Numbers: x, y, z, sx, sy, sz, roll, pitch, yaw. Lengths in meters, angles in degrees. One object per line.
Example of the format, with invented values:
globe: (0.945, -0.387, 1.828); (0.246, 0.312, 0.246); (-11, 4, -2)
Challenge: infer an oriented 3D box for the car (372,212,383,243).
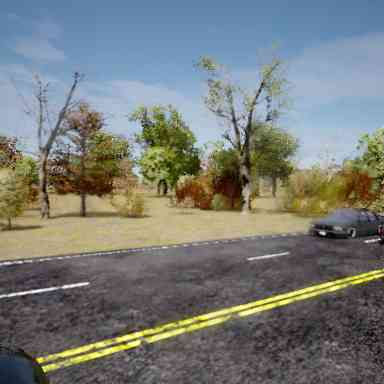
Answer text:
car: (10.193, 1.626, 14.762); (4.181, 1.385, 1.994); (1, 1, -35)

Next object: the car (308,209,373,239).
car: (8.440, 1.604, 17.500); (5.357, 1.411, 2.033); (1, 1, -35)

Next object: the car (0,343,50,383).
car: (-2.740, 1.511, 1.474); (4.181, 1.385, 1.994); (1, 1, -35)
